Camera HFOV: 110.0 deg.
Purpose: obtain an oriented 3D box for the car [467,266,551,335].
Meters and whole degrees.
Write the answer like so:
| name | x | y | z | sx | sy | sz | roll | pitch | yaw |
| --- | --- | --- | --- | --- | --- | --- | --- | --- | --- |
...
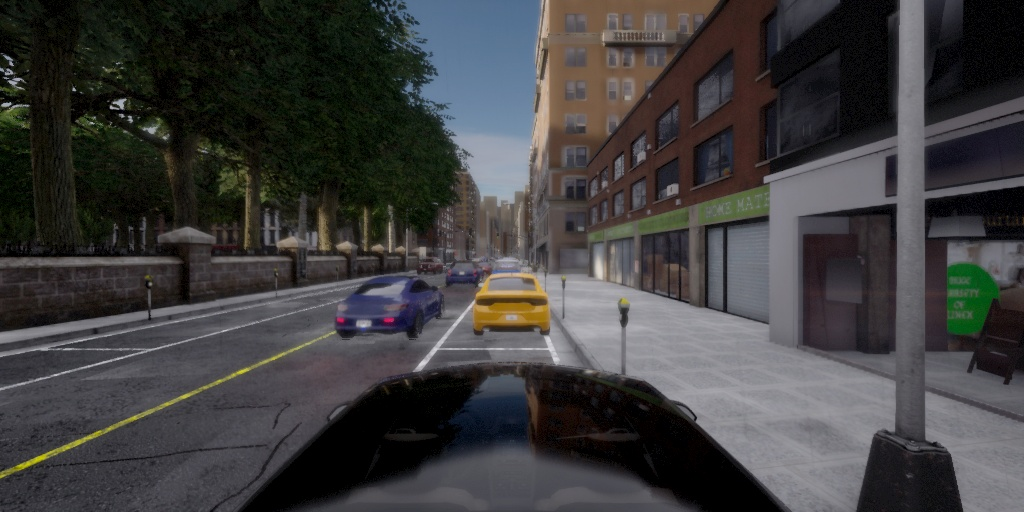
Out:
| name | x | y | z | sx | sy | sz | roll | pitch | yaw |
| --- | --- | --- | --- | --- | --- | --- | --- | --- | --- |
| car | -0.005 | 1.225 | 10.500 | 1.882 | 1.535 | 5.008 | 0 | 0 | 0 |

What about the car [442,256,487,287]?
| name | x | y | z | sx | sy | sz | roll | pitch | yaw |
| --- | --- | --- | --- | --- | --- | --- | --- | --- | --- |
| car | -3.077 | 1.092 | 24.266 | 2.097 | 1.767 | 4.553 | 0 | 0 | 0 |

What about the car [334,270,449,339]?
| name | x | y | z | sx | sy | sz | roll | pitch | yaw |
| --- | --- | --- | --- | --- | --- | --- | --- | --- | --- |
| car | -3.143 | 1.274 | 9.916 | 1.812 | 1.442 | 4.674 | 0 | 0 | 0 |

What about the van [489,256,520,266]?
| name | x | y | z | sx | sy | sz | roll | pitch | yaw |
| --- | --- | --- | --- | --- | --- | --- | --- | --- | --- |
| van | -0.289 | 1.083 | 21.849 | 1.690 | 1.789 | 3.998 | 0 | 0 | 0 |

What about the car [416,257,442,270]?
| name | x | y | z | sx | sy | sz | roll | pitch | yaw |
| --- | --- | --- | --- | --- | --- | --- | --- | --- | --- |
| car | -8.813 | 1.041 | 38.791 | 2.192 | 1.841 | 5.009 | 0 | 0 | 0 |

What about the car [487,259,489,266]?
| name | x | y | z | sx | sy | sz | roll | pitch | yaw |
| --- | --- | --- | --- | --- | --- | --- | --- | --- | --- |
| car | -3.077 | 1.289 | 39.357 | 1.994 | 1.385 | 4.181 | 0 | 0 | 0 |
